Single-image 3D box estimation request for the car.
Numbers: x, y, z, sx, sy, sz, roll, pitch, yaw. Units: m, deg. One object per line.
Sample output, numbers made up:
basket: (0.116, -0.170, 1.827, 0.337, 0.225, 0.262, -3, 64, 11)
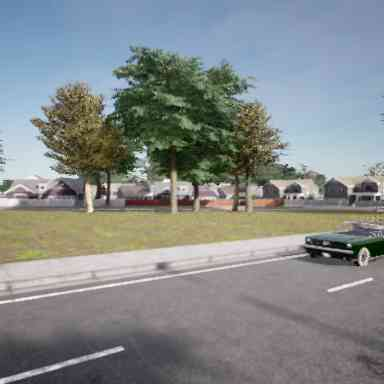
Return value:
car: (6.153, 1.755, 12.065, 4.718, 1.301, 1.895, 1, -1, -35)
